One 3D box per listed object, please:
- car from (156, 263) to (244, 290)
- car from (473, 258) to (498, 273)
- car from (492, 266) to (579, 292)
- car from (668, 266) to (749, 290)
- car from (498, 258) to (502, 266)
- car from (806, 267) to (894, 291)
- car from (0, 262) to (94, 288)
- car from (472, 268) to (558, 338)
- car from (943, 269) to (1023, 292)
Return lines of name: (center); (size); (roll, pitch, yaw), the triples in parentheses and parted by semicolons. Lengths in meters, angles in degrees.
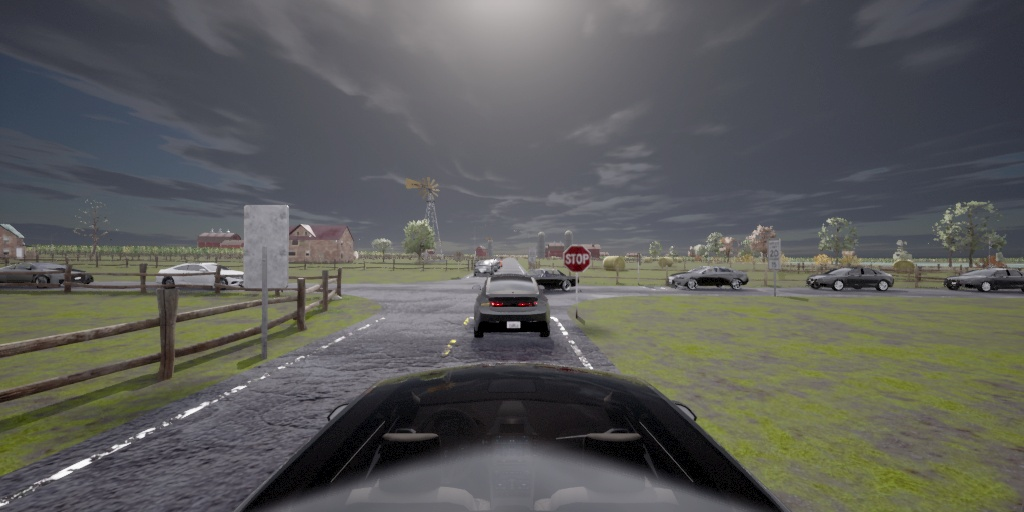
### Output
car: (-17.236, 1.103, 20.204); (4.674, 1.442, 1.812); (1, -1, -1)
car: (-2.843, 1.243, 36.927); (2.128, 1.511, 4.902); (0, 0, 0)
car: (1.507, 1.369, 20.284); (4.718, 1.301, 1.895); (1, 0, -35)
car: (12.808, 1.397, 23.508); (4.902, 1.511, 2.128); (1, -1, -2)
car: (-2.832, 1.241, 46.373); (2.128, 1.511, 4.902); (0, 0, 0)
car: (22.209, 1.499, 23.674); (4.892, 1.490, 1.837); (1, -1, -1)
car: (-26.356, 1.048, 20.086); (4.181, 1.385, 1.994); (1, -1, -1)
car: (-0.070, 1.256, 10.239); (1.837, 1.490, 4.892); (0, 0, -3)
car: (31.712, 1.587, 23.791); (4.892, 1.490, 1.837); (1, -1, -1)
